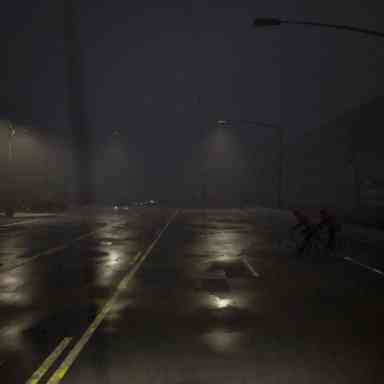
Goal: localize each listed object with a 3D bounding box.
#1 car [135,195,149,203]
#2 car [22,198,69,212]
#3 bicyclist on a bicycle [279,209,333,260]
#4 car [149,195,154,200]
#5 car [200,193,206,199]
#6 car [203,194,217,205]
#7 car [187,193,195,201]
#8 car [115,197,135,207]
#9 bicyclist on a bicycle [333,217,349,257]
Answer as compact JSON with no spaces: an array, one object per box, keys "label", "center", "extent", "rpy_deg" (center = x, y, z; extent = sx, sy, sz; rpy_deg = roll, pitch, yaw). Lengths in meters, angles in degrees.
[{"label":"car","center":[-10.656,1.501,67.761],"extent":[2.033,1.411,5.357],"rpy_deg":[0,0,0]},{"label":"car","center":[-16.454,1.502,37.445],"extent":[4.892,1.490,1.837],"rpy_deg":[0,3,-4]},{"label":"bicyclist on a bicycle","center":[3.738,1.446,11.264],"extent":[1.656,1.620,0.582],"rpy_deg":[0,0,33]},{"label":"car","center":[-10.691,1.351,83.380],"extent":[1.895,1.301,4.718],"rpy_deg":[0,1,0]},{"label":"car","center":[3.286,1.074,93.234],"extent":[2.128,1.511,4.902],"rpy_deg":[0,1,0]},{"label":"car","center":[3.467,1.497,59.012],"extent":[1.837,1.490,4.892],"rpy_deg":[0,0,0]},{"label":"car","center":[-0.172,1.398,77.213],"extent":[2.033,1.411,5.357],"rpy_deg":[0,1,0]},{"label":"car","center":[-10.705,1.472,52.168],"extent":[1.882,1.535,5.008],"rpy_deg":[0,0,0]},{"label":"bicyclist on a bicycle","center":[4.773,1.429,11.729],"extent":[0.582,1.620,1.656],"rpy_deg":[0,-1,-31]}]
